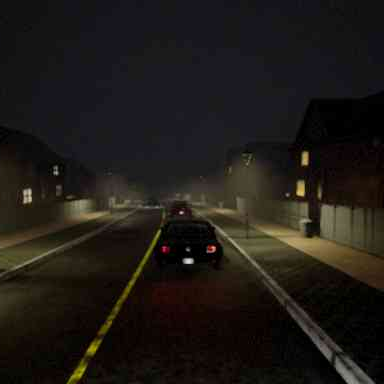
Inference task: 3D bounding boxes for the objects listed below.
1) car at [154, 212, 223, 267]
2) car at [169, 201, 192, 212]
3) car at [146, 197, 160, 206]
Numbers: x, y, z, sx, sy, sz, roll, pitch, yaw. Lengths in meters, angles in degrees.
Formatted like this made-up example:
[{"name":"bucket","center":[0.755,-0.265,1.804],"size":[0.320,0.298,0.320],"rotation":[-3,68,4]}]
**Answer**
[{"name":"car","center":[-0.138,1.566,11.182],"size":[1.895,1.301,4.718],"rotation":[0,0,-1]},{"name":"car","center":[-0.976,1.453,28.407],"size":[1.812,1.442,4.674],"rotation":[0,0,-4]},{"name":"car","center":[-6.119,1.454,51.721],"size":[1.812,1.442,4.674],"rotation":[0,0,-7]}]
